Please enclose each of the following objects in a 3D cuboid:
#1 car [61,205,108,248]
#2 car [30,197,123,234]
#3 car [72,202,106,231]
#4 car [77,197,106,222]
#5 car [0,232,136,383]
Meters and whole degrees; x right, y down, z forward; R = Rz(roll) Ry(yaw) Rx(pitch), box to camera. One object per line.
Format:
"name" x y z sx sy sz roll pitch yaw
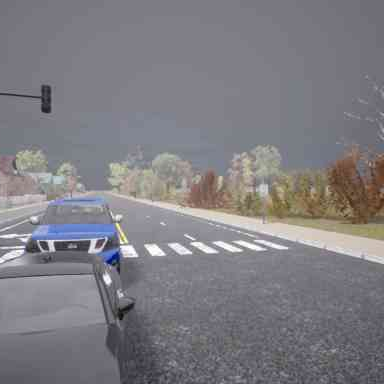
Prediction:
"car" -5.052 1.499 15.999 1.837 1.490 4.892 0 0 -16
"car" -3.363 1.218 9.936 2.150 2.045 5.566 0 0 -16
"car" -6.650 1.468 21.737 1.882 1.535 5.008 0 0 -16
"car" -8.239 1.338 27.462 2.097 1.767 4.553 0 0 -16
"car" -1.693 1.524 3.855 1.812 1.442 4.674 0 0 -13
